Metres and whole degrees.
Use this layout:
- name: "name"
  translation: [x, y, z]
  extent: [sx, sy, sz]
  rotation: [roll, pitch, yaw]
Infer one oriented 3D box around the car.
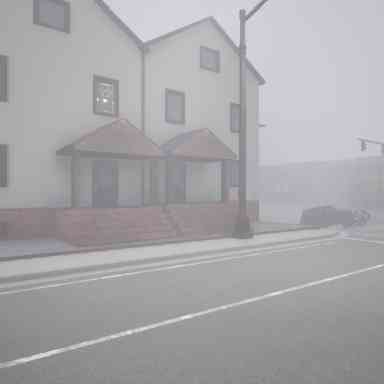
- name: "car"
  translation: [11.481, 2.054, 27.188]
  extent: [2.150, 2.045, 5.566]
  rotation: [-1, -12, -34]
